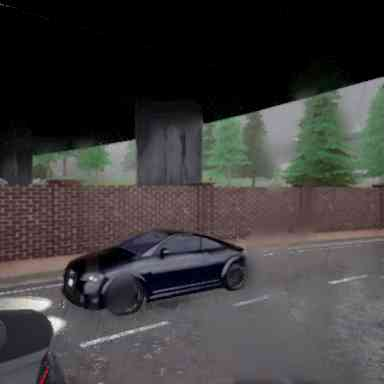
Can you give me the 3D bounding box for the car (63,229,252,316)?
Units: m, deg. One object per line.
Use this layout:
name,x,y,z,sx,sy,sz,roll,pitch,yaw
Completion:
car,-0.664,1.560,7.507,4.181,1.385,1.994,0,0,-33

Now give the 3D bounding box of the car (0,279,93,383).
car,-3.219,1.507,1.600,4.892,1.490,1.837,0,0,-35
